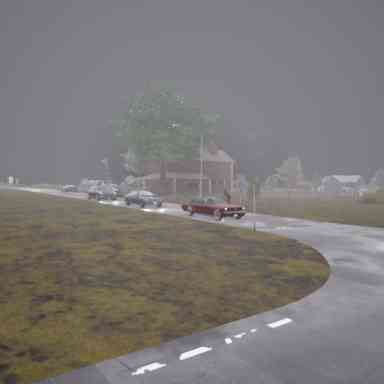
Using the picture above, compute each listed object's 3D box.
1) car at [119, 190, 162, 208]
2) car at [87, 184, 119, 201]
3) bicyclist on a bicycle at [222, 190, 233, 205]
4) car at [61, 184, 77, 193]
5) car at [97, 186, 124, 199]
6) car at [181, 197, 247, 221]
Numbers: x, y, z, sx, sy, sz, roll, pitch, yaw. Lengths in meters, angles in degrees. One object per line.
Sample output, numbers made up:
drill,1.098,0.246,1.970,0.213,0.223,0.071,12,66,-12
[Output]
car,-4.446,0.560,29.710,1.812,1.442,4.674,0,2,-36
car,-10.287,0.023,37.897,2.097,1.767,4.553,0,2,-36
bicyclist on a bicycle,3.047,0.672,29.513,1.656,1.620,0.582,0,2,-36
car,-21.912,-0.625,59.222,1.812,1.442,4.674,0,2,-36
car,-10.701,0.028,43.537,1.812,1.442,4.674,0,2,-36
car,1.332,1.004,21.614,1.895,1.301,4.718,0,2,-36
